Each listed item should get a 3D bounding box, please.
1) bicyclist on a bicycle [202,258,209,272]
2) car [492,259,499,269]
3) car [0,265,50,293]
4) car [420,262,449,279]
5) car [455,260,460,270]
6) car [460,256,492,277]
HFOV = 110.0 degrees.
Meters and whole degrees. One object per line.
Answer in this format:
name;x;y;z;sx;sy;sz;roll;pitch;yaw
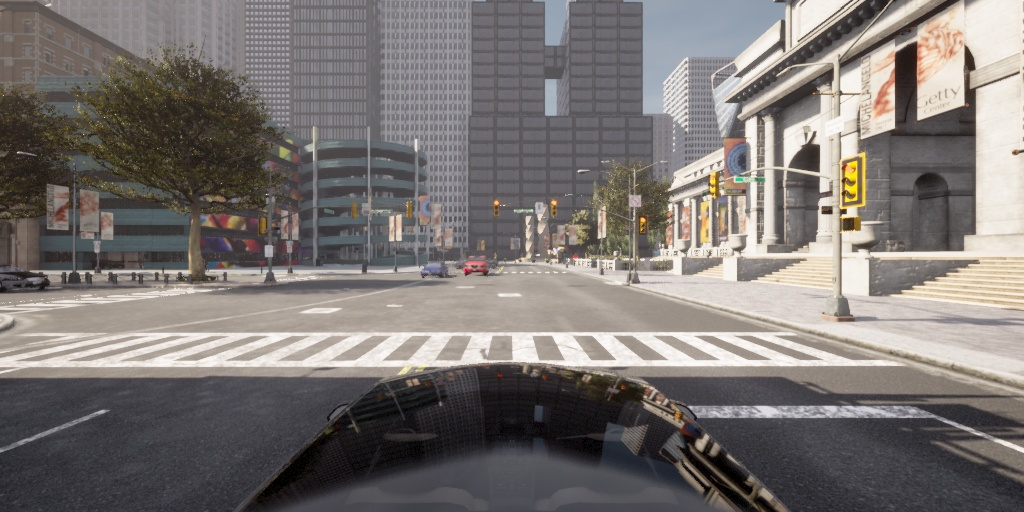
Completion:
bicyclist on a bicycle;-34.155;1.051;39.630;0.582;1.620;1.656;0;0;0
car;-3.498;1.313;54.125;1.994;1.385;4.181;0;0;0
car;-29.161;1.242;20.161;4.902;1.511;2.128;0;0;0
car;-7.037;1.276;33.026;1.812;1.442;4.674;0;0;0
car;-7.003;1.255;52.074;1.837;1.490;4.892;0;0;0
car;-3.532;0.971;36.406;2.150;2.045;5.566;0;0;0
